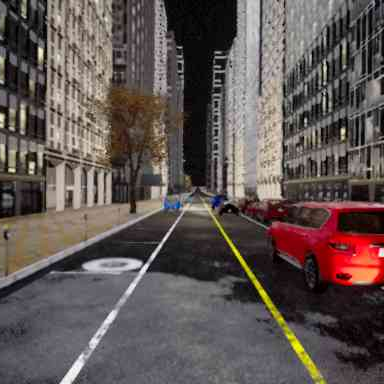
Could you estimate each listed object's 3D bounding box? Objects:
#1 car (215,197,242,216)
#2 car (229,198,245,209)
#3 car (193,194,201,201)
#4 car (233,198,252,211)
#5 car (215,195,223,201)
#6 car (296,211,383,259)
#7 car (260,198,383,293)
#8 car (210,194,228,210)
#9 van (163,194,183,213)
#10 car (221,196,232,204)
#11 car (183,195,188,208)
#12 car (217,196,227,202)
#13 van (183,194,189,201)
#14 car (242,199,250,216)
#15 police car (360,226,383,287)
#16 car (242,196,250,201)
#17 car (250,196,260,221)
[{"bbox_3d":[3.534,1.557,32.909,1.812,1.442,4.674,1,0,1],"label":"car"},{"bbox_3d":[6.404,1.596,47.755,1.887,1.381,4.507,0,0,1],"label":"car"},{"bbox_3d":[1.282,1.320,83.796,2.097,1.767,4.553,1,0,1],"label":"car"},{"bbox_3d":[6.318,1.578,42.227,1.752,1.417,4.829,0,0,1],"label":"car"},{"bbox_3d":[7.027,1.581,87.639,1.947,1.339,4.313,0,0,1],"label":"car"},{"bbox_3d":[5.871,1.600,13.570,1.887,1.381,4.507,0,0,1],"label":"car"},{"bbox_3d":[3.679,1.257,9.087,2.150,2.045,5.566,1,0,-2],"label":"car"},{"bbox_3d":[3.662,1.251,43.900,2.150,2.045,5.566,1,0,1],"label":"car"},{"bbox_3d":[-2.152,1.320,36.496,1.690,1.788,3.998,0,0,1],"label":"van"},{"bbox_3d":[6.674,1.566,65.018,1.752,1.417,4.829,0,0,1],"label":"car"},{"bbox_3d":[-1.975,1.527,47.888,2.008,1.369,4.403,0,0,1],"label":"car"},{"bbox_3d":[6.849,1.595,76.244,1.947,1.339,4.313,0,0,1],"label":"car"},{"bbox_3d":[-1.529,1.295,76.378,1.690,1.788,3.998,0,0,1],"label":"van"},{"bbox_3d":[6.138,1.600,30.662,1.887,1.381,4.507,0,0,1],"label":"car"},{"bbox_3d":[3.925,1.461,3.202,1.930,1.638,5.238,1,0,1],"label":"police car"},{"bbox_3d":[6.227,1.369,36.360,2.192,1.841,5.009,0,0,1],"label":"car"},{"bbox_3d":[6.050,1.371,24.965,2.192,1.841,5.009,0,0,1],"label":"car"}]
